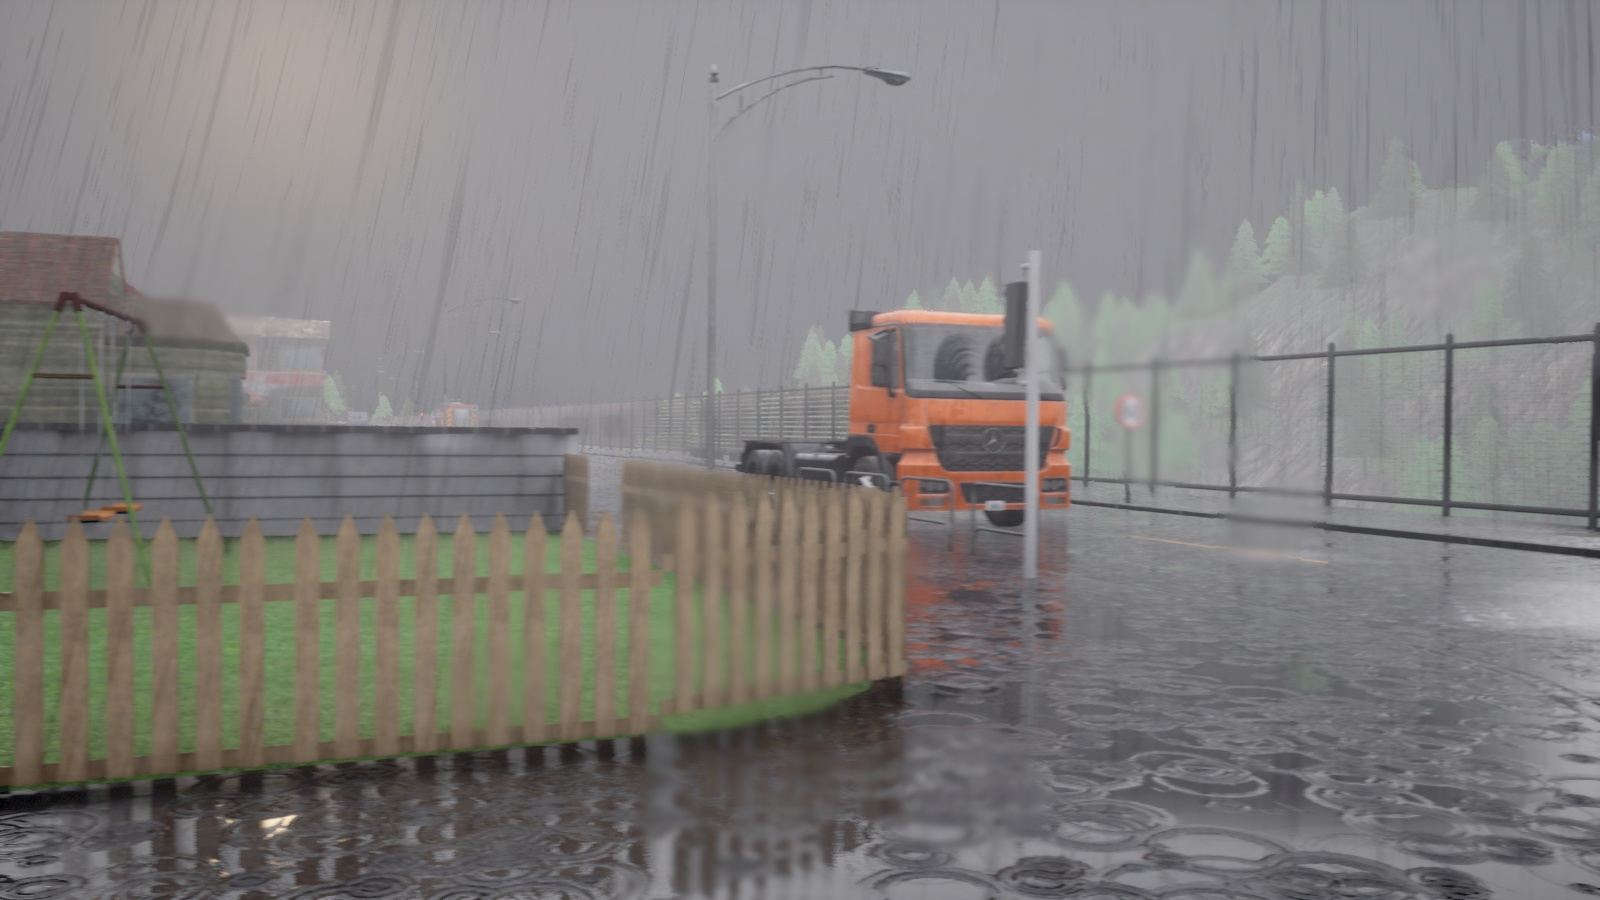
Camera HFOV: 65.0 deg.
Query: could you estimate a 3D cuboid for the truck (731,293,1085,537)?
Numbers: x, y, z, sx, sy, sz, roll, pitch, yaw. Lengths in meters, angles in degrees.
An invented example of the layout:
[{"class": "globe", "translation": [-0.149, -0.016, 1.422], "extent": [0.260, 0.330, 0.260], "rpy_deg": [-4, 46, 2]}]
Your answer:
[{"class": "truck", "translation": [1.467, -0.565, 22.096], "extent": [2.891, 3.462, 7.936], "rpy_deg": [-1, 1, -22]}]
